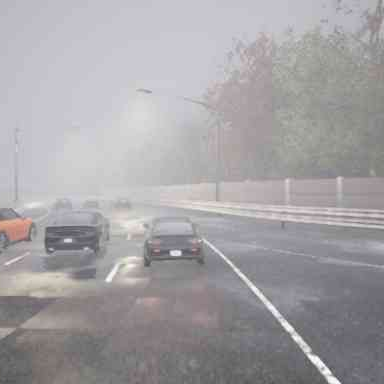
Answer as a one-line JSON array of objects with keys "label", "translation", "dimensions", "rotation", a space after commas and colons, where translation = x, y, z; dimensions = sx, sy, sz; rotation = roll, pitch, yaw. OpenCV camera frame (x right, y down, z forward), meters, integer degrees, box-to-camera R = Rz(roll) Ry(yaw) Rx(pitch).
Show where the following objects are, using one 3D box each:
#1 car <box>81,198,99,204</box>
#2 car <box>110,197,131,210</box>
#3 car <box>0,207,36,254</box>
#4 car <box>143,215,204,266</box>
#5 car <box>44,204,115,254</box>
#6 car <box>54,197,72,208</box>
[{"label": "car", "translation": [-14.219, 1.532, 46.262], "dimensions": [1.882, 1.535, 5.008], "rotation": [0, 0, -25]}, {"label": "car", "translation": [-9.559, 1.389, 44.362], "dimensions": [2.097, 1.767, 4.553], "rotation": [0, 0, -23]}, {"label": "car", "translation": [-8.074, 1.383, 13.590], "dimensions": [2.097, 1.767, 4.553], "rotation": [0, 0, -7]}, {"label": "car", "translation": [-0.701, 1.529, 11.502], "dimensions": [1.812, 1.442, 4.674], "rotation": [0, 0, -6]}, {"label": "car", "translation": [-4.530, 1.495, 13.747], "dimensions": [1.882, 1.535, 5.008], "rotation": [0, 0, -7]}, {"label": "car", "translation": [-17.232, 1.418, 44.408], "dimensions": [2.097, 1.767, 4.553], "rotation": [0, 0, -24]}]
